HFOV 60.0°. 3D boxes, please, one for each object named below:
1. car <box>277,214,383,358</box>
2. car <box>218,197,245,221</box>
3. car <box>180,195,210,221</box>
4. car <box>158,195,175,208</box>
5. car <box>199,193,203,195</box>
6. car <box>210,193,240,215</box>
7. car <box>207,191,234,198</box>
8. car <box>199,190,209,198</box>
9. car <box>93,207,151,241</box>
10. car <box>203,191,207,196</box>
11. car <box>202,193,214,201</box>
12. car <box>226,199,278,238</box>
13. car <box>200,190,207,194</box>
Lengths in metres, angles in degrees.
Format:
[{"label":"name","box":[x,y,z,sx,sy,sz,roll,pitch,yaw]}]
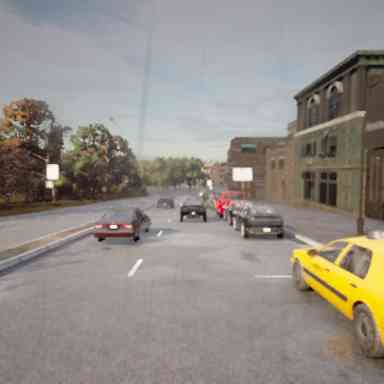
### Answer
[{"label":"car","box":[3.228,1.429,5.871,1.946,1.575,5.366,0,0,0]},{"label":"car","box":[3.223,1.304,22.255,2.231,1.521,4.892,0,0,0]},{"label":"car","box":[0.094,1.278,25.057,1.882,1.535,5.008,0,0,0]},{"label":"car","box":[-3.159,1.179,40.993,1.837,1.490,4.892,0,0,0]},{"label":"car","box":[0.090,1.217,41.611,2.033,1.411,5.357,0,0,0]},{"label":"car","box":[3.218,1.210,33.621,1.946,1.575,5.366,0,0,0]},{"label":"car","box":[3.216,1.045,38.928,2.185,1.767,4.553,0,0,0]},{"label":"car","box":[3.198,0.526,88.585,2.435,2.045,5.566,0,0,0]},{"label":"car","box":[-3.151,1.421,15.834,2.033,1.411,5.357,0,0,0]},{"label":"car","box":[3.268,1.072,51.542,2.231,1.521,4.892,0,0,1]},{"label":"car","box":[3.207,0.954,66.453,2.231,1.521,4.892,0,0,0]},{"label":"car","box":[3.223,1.348,16.729,2.231,1.521,4.892,0,0,0]},{"label":"car","box":[3.209,0.745,60.961,2.435,2.045,5.566,0,0,0]}]
